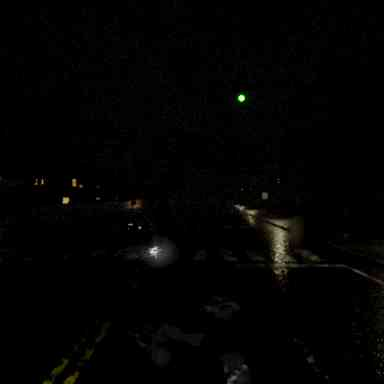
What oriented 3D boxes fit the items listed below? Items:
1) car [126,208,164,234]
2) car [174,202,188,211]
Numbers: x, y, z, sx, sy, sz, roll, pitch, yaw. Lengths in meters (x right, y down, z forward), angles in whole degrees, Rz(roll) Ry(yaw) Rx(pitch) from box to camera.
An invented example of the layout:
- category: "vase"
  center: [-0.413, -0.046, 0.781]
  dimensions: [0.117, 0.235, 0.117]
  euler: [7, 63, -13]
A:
- category: "car"
  center: [-2.944, 1.840, 21.586]
  dimensions: [1.837, 1.490, 4.892]
  euler: [0, -1, 1]
- category: "car"
  center: [-1.670, 2.260, 51.907]
  dimensions: [2.033, 1.411, 5.357]
  euler: [0, -1, 3]
